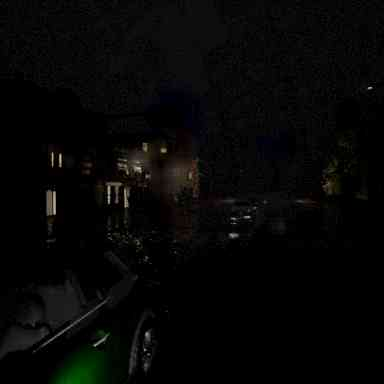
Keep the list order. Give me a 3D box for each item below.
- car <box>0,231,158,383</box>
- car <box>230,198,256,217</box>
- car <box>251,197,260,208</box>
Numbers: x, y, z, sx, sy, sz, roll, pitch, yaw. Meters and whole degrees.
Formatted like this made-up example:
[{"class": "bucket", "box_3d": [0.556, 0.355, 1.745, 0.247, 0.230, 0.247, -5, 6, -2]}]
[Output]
[{"class": "car", "box_3d": [-1.882, 1.349, 2.616, 2.097, 1.767, 4.553, 0, 0, 13]}, {"class": "car", "box_3d": [4.708, 1.537, 31.007, 1.812, 1.442, 4.674, 0, 0, 13]}, {"class": "car", "box_3d": [8.725, 1.534, 48.396, 1.812, 1.442, 4.674, 0, 0, 13]}]
